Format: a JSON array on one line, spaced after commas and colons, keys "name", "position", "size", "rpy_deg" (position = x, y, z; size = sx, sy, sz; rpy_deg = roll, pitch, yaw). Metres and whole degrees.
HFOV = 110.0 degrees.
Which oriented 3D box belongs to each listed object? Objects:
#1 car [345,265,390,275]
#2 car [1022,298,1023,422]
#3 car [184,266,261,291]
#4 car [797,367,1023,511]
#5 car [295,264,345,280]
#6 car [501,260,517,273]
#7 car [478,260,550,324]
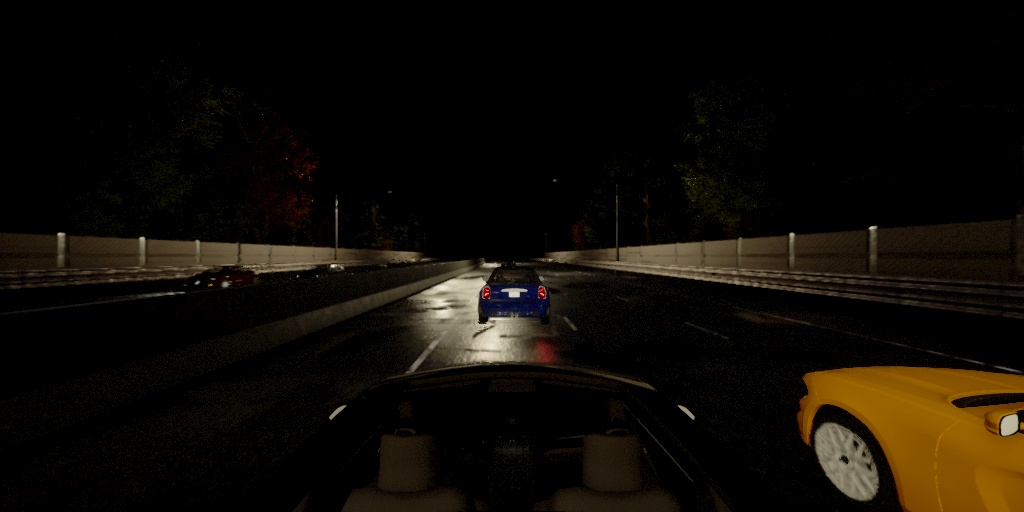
[{"name": "car", "position": [-10.709, 1.360, 27.768], "size": [1.895, 1.301, 4.718], "rpy_deg": [0, 0, -1]}, {"name": "car", "position": [7.091, 1.253, 1.894], "size": [1.837, 1.490, 4.892], "rpy_deg": [0, 0, 0]}, {"name": "car", "position": [-17.693, 1.323, 22.155], "size": [1.994, 1.385, 4.181], "rpy_deg": [0, 0, 0]}, {"name": "car", "position": [3.592, 1.227, 1.273], "size": [1.882, 1.535, 5.008], "rpy_deg": [0, 0, 0]}, {"name": "car", "position": [-14.209, 1.307, 27.363], "size": [2.033, 1.411, 5.357], "rpy_deg": [0, 0, -1]}, {"name": "car", "position": [-0.440, 1.270, 44.220], "size": [1.837, 1.490, 4.892], "rpy_deg": [0, 0, -1]}, {"name": "car", "position": [0.052, 1.106, 12.192], "size": [2.097, 1.767, 4.553], "rpy_deg": [0, 0, 0]}]
